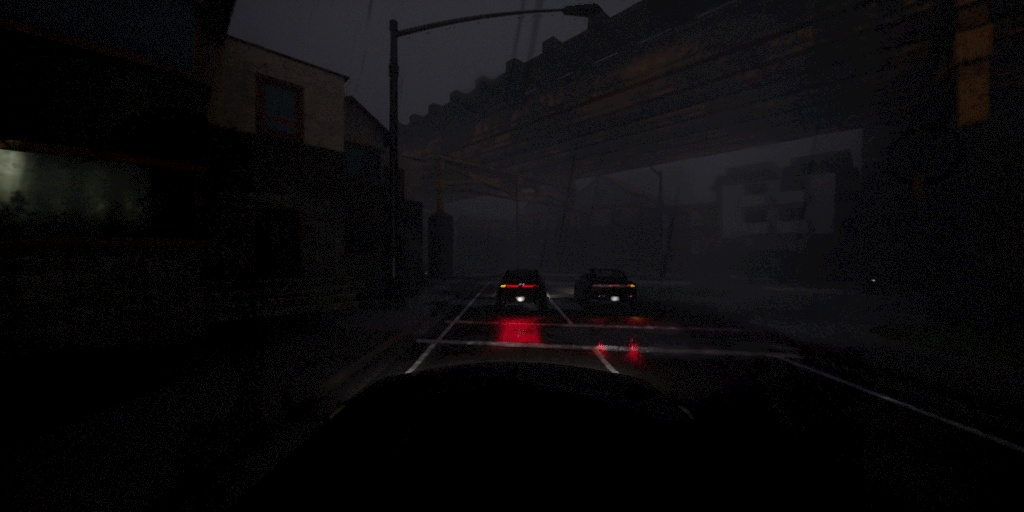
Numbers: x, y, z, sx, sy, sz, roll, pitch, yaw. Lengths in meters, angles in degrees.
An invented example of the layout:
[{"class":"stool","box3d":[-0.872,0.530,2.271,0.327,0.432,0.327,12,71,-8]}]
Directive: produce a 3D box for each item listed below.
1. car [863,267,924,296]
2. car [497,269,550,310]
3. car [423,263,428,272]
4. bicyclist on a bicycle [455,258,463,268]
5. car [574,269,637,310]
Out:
[{"class":"car","box3d":[20.827,1.261,17.774,2.128,1.511,4.902,0,0,-45]},{"class":"car","box3d":[0.470,1.267,14.793,1.837,1.490,4.892,0,-1,4]},{"class":"car","box3d":[-12.188,1.306,45.952,1.837,1.490,4.892,0,0,-44]},{"class":"bicyclist on a bicycle","box3d":[-8.503,1.119,57.836,1.656,1.620,0.582,0,0,-45]},{"class":"car","box3d":[3.717,1.256,14.785,2.128,1.511,4.902,0,0,4]}]
